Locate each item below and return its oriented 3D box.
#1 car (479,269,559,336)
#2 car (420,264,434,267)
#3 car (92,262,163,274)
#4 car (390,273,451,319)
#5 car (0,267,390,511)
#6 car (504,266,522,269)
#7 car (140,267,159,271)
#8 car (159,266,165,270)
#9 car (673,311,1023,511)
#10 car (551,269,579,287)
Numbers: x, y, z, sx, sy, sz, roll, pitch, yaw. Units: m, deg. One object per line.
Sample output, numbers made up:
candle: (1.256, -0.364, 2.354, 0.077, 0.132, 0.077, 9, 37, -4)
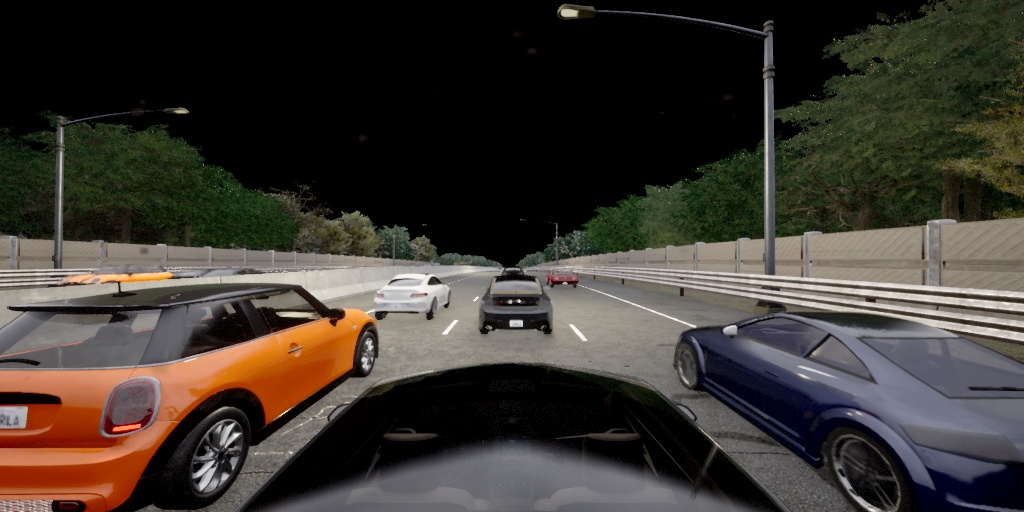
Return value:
car: (0.096, 1.292, 10.562, 1.837, 1.490, 4.892, 0, 0, 0)
car: (-14.026, 2.054, 59.601, 1.882, 1.535, 5.008, 0, -2, 0)
car: (-21.107, 1.232, 19.383, 2.097, 1.767, 4.553, 0, -1, 0)
car: (-3.405, 1.330, 12.851, 1.812, 1.442, 4.674, 0, 0, 0)
car: (-3.403, 1.107, 4.527, 2.097, 1.767, 4.553, 0, 0, 0)
car: (0.086, 1.545, 28.578, 1.837, 1.490, 4.892, 0, -1, 0)
car: (-17.609, 1.454, 20.168, 1.994, 1.385, 4.181, 0, -1, 0)
car: (-14.107, 1.337, 17.859, 1.882, 1.535, 5.008, 0, -1, 0)
car: (3.599, 1.318, 4.125, 1.994, 1.385, 4.181, 0, 0, 0)
car: (3.587, 1.599, 26.533, 1.895, 1.301, 4.718, 0, -1, 0)
